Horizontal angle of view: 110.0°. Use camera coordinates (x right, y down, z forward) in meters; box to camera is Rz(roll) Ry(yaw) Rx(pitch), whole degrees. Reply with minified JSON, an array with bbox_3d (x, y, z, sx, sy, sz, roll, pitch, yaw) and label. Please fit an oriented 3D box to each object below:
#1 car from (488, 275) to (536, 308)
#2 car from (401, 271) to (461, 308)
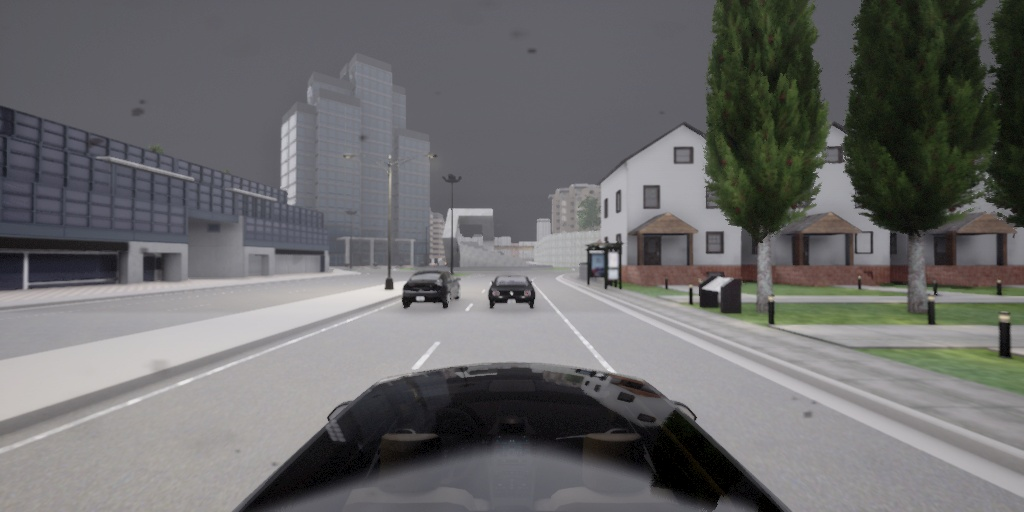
[{"bbox_3d":[-0.007,1.483,15.954,1.895,1.301,4.718,0,0,0],"label":"car"},{"bbox_3d":[-3.505,1.392,16.140,1.837,1.490,4.892,0,0,0],"label":"car"}]
